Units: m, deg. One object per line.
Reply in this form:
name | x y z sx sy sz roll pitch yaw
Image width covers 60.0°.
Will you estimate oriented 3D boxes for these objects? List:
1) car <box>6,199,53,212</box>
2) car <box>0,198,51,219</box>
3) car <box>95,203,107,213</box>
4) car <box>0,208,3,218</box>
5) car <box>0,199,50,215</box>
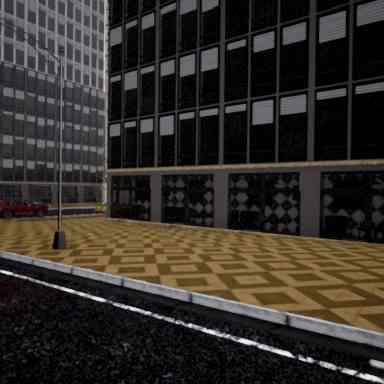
car | -19.678 1.635 40.484 1.752 1.417 4.829 1 0 37
car | -16.206 1.513 31.099 2.192 1.841 5.009 1 0 37
car | -9.383 1.824 40.292 1.752 1.417 4.829 1 0 37
car | -7.360 1.346 8.958 4.553 1.767 2.097 0 0 36
car | -18.744 1.640 37.382 1.837 1.490 4.892 1 0 37
